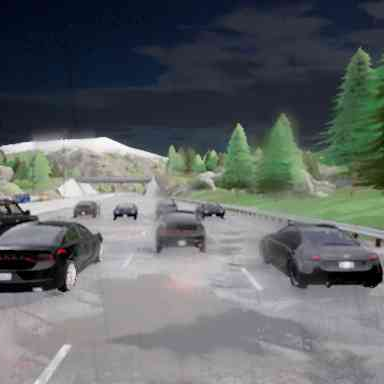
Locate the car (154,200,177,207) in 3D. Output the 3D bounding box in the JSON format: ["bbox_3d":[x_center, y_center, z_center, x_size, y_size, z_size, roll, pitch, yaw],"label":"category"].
[{"bbox_3d":[-2.312,1.483,30.081,2.128,1.511,4.902,0,0,-8],"label":"car"}]

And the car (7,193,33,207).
[{"bbox_3d":[-28.128,1.275,54.528,2.150,2.045,5.566,0,0,-10],"label":"car"}]

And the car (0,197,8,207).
[{"bbox_3d":[-31.446,1.542,53.185,1.882,1.535,5.008,0,0,-10],"label":"car"}]

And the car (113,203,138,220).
[{"bbox_3d":[-5.576,1.602,28.414,1.895,1.301,4.718,0,0,-8],"label":"car"}]

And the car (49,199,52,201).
[{"bbox_3d":[-24.711,1.645,55.294,1.895,1.301,4.718,0,0,-10],"label":"car"}]

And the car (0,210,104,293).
[{"bbox_3d":[-3.721,1.484,8.891,1.882,1.535,5.008,0,0,-3],"label":"car"}]

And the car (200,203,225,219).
[{"bbox_3d":[1.457,1.582,28.644,1.895,1.301,4.718,0,0,-8],"label":"car"}]

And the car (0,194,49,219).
[{"bbox_3d":[-7.380,1.236,11.956,2.150,2.045,5.566,0,0,-3],"label":"car"}]

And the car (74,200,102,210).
[{"bbox_3d":[-9.360,1.517,29.918,1.837,1.490,4.892,0,0,-9],"label":"car"}]

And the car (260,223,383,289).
[{"bbox_3d":[3.254,1.550,9.203,1.994,1.385,4.181,0,0,-3],"label":"car"}]

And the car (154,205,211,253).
[{"bbox_3d":[-0.506,1.499,13.770,1.837,1.490,4.892,0,0,-4],"label":"car"}]
